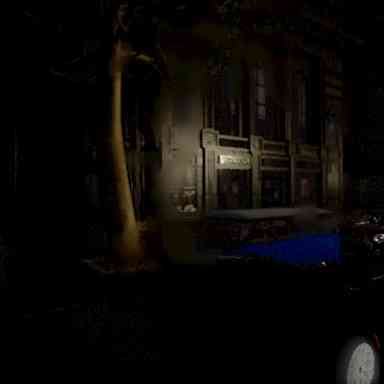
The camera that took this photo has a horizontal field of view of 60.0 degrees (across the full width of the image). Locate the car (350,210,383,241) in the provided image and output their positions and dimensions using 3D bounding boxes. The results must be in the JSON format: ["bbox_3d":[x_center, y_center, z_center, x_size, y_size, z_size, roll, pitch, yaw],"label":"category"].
[{"bbox_3d":[6.490,1.359,11.408,4.097,1.590,1.967,0,0,-36],"label":"car"}]

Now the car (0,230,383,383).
[{"bbox_3d":[0.068,1.464,3.423,5.008,1.535,1.882,0,0,-36],"label":"car"}]

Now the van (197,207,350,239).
[{"bbox_3d":[1.901,1.299,8.129,3.998,1.788,1.690,0,0,-36],"label":"van"}]
